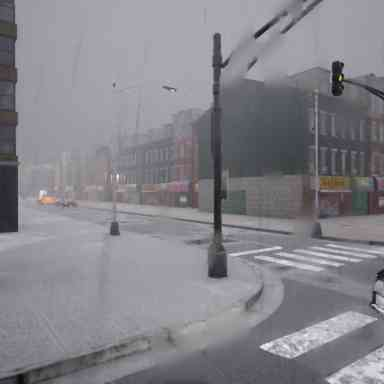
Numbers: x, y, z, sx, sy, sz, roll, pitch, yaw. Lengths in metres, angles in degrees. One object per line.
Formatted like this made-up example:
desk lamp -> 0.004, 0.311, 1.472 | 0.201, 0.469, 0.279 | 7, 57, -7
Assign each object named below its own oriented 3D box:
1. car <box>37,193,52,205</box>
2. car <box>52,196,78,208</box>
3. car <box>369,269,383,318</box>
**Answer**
car -> -23.776, 1.163, 54.067 | 2.097, 1.767, 4.553 | 0, 0, -34
car -> -16.828, 1.450, 44.378 | 1.895, 1.301, 4.718 | 0, 0, -36
car -> 5.470, 1.491, 5.189 | 4.902, 1.511, 2.128 | 0, -1, 2
